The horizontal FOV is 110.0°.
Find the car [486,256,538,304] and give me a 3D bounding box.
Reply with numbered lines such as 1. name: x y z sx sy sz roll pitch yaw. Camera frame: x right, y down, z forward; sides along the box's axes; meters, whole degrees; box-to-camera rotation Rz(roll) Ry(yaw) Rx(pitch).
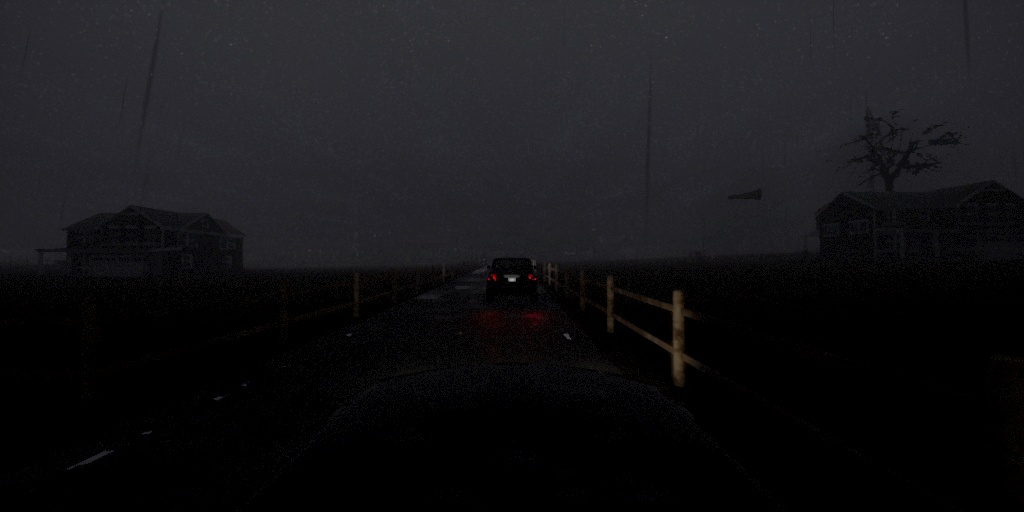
1. car: 0.000 1.006 16.538 2.150 2.045 5.566 0 0 0
